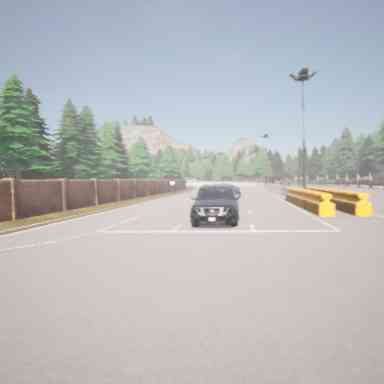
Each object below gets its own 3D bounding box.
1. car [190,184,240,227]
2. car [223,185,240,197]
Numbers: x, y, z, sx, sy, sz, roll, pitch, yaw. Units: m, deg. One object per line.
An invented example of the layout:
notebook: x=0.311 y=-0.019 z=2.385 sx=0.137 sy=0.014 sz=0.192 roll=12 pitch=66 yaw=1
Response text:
car: x=1.278 y=0.658 z=17.428 sx=2.150 sy=2.045 sz=5.566 roll=-1 pitch=4 yaw=9
car: x=5.088 y=-0.157 z=42.433 sx=1.994 sy=1.385 sz=4.181 roll=-1 pitch=2 yaw=9
